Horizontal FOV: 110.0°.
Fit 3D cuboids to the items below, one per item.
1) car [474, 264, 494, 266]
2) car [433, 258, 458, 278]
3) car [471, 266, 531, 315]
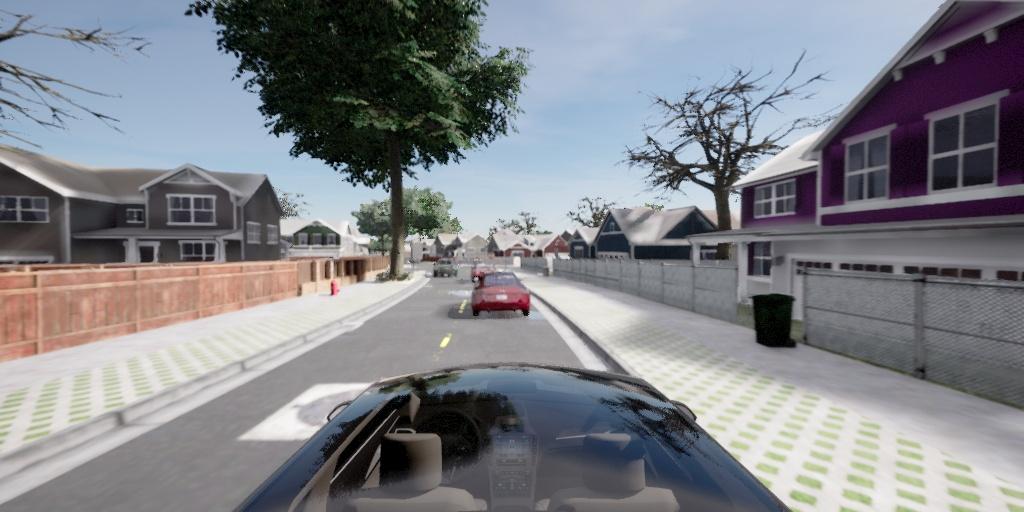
[{"bbox_3d":[-2.163,1.232,27.465,1.895,1.301,4.718,0,0,-9],"label":"car"},{"bbox_3d":[-5.931,0.986,32.117,2.097,1.767,4.553,0,0,-11],"label":"car"},{"bbox_3d":[-0.470,1.255,13.266,1.994,1.385,4.181,0,0,-4],"label":"car"}]
